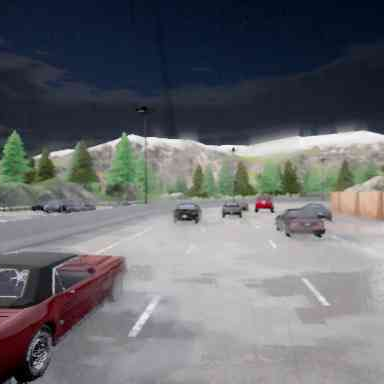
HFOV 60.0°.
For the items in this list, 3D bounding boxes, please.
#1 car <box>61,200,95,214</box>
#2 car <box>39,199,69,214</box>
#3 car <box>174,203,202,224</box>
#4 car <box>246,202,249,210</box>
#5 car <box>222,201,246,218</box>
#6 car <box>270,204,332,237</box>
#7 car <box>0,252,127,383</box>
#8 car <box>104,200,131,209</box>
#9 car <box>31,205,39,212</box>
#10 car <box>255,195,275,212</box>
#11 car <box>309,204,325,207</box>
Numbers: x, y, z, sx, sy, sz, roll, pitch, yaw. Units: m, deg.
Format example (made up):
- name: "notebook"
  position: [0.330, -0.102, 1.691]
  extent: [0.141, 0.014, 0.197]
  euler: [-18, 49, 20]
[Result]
- name: "car"
  position: [-12.910, 1.872, 38.651]
  extent: [1.994, 1.385, 4.181]
  euler: [0, 0, 10]
- name: "car"
  position: [-16.106, 1.688, 40.727]
  extent: [2.097, 1.767, 4.553]
  euler: [0, 0, 10]
- name: "car"
  position: [-0.264, 1.650, 26.914]
  extent: [1.882, 1.535, 5.008]
  euler: [0, 0, 6]
- name: "car"
  position: [6.332, 1.813, 44.004]
  extent: [1.994, 1.385, 4.181]
  euler: [0, 0, 16]
- name: "car"
  position: [3.941, 1.678, 32.527]
  extent: [2.128, 1.511, 4.902]
  euler: [0, -1, 8]
- name: "car"
  position: [5.864, 1.637, 18.530]
  extent: [2.033, 1.411, 5.357]
  euler: [0, 0, 6]
- name: "car"
  position: [-2.595, 1.649, 5.505]
  extent: [1.895, 1.301, 4.718]
  euler: [0, 0, 6]
- name: "car"
  position: [-9.039, 1.794, 40.692]
  extent: [2.128, 1.511, 4.902]
  euler: [0, 0, 12]
- name: "car"
  position: [-19.056, 1.972, 43.960]
  extent: [1.895, 1.301, 4.718]
  euler: [0, 0, 12]
- name: "car"
  position: [9.152, 1.438, 41.578]
  extent: [2.150, 2.045, 5.566]
  euler: [-1, -1, 16]
- name: "car"
  position: [10.481, 1.695, 28.517]
  extent: [1.994, 1.385, 4.181]
  euler: [0, 0, 6]
